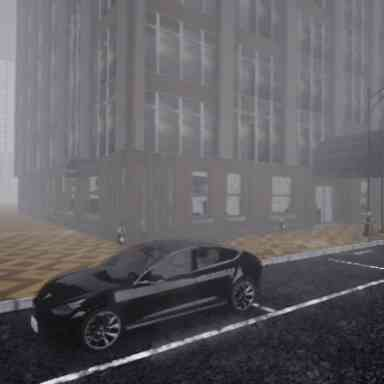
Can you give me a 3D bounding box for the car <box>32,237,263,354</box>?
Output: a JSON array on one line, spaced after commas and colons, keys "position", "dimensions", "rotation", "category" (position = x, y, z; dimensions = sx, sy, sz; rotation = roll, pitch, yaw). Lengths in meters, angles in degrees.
[{"position": [-0.542, 1.582, 6.165], "dimensions": [4.313, 1.339, 1.947], "rotation": [0, 0, -35], "category": "car"}]
